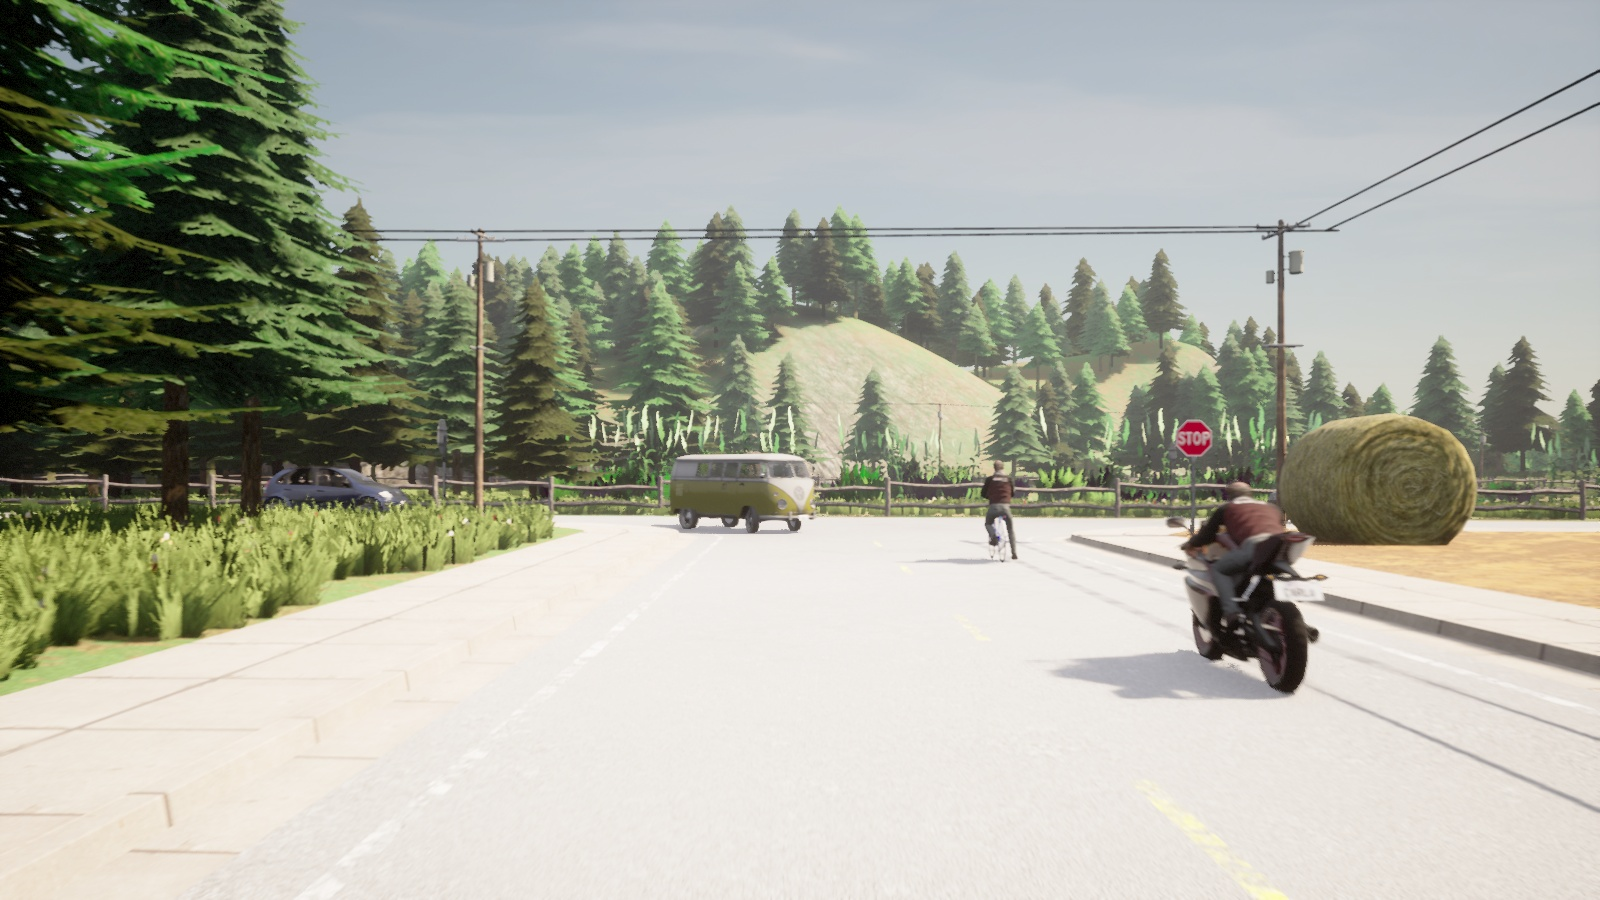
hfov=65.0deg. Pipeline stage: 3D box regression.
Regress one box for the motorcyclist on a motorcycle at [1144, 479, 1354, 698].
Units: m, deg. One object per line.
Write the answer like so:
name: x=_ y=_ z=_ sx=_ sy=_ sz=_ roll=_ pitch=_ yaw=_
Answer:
motorcyclist on a motorcycle: x=3.476 y=1.003 z=9.978 sx=0.866 sy=1.530 sz=2.191 roll=0 pitch=-1 yaw=0

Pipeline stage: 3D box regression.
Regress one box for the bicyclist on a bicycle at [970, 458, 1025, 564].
bicyclist on a bicycle: x=3.446 y=1.040 z=22.035 sx=0.659 sy=1.776 sz=1.843 roll=0 pitch=-1 yaw=0

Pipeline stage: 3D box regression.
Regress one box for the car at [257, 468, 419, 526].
car: x=-13.341 y=1.341 z=36.424 sx=3.988 sy=1.617 sz=1.851 roll=0 pitch=-1 yaw=3

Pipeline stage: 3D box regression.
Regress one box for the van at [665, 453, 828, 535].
van: x=-1.458 y=1.107 z=32.596 sx=1.775 sy=1.987 sz=4.442 roll=1 pitch=-1 yaw=-43
